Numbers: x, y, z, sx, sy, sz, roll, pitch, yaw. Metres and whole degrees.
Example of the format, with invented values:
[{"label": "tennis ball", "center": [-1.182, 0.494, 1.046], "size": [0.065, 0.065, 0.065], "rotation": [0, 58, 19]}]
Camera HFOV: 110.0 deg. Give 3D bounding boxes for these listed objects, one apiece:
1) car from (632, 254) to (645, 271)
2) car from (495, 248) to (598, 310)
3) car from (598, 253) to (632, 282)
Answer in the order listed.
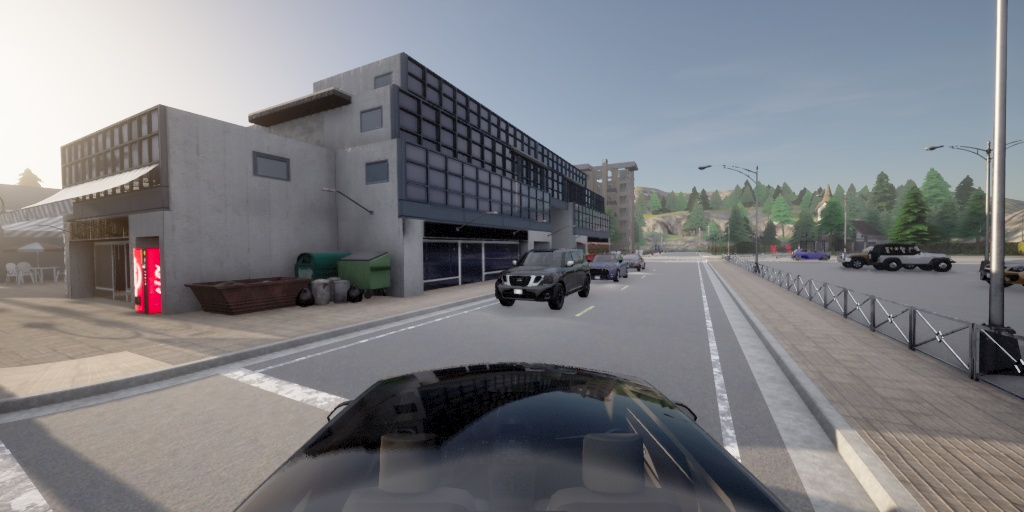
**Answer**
[{"label": "car", "center": [10.604, 0.534, 31.730], "size": [1.812, 1.442, 4.674], "rotation": [0, 1, 27]}, {"label": "car", "center": [1.447, 0.720, 13.872], "size": [2.150, 2.045, 5.566], "rotation": [0, 1, 27]}, {"label": "car", "center": [5.933, 0.610, 22.626], "size": [2.097, 1.767, 4.553], "rotation": [0, 1, 27]}]
